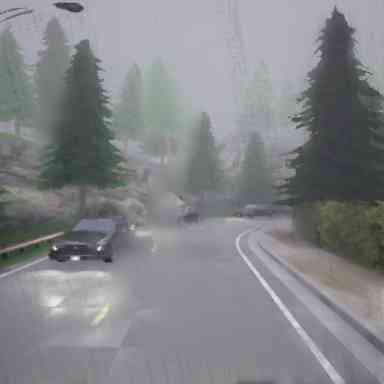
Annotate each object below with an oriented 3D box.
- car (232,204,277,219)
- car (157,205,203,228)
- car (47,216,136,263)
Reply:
[{"bbox_3d":[6.526,1.914,34.141,5.357,1.411,2.033,1,-1,-40],"label":"car"},{"bbox_3d":[-0.793,1.733,24.394,2.128,1.511,4.902,0,-1,24],"label":"car"},{"bbox_3d":[-3.417,1.622,12.561,2.033,1.411,5.357,1,-1,1],"label":"car"}]
